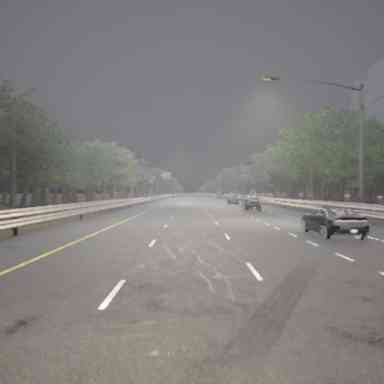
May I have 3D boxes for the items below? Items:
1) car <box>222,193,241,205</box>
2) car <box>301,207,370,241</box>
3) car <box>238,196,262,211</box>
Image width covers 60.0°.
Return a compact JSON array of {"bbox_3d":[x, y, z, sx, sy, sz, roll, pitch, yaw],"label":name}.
[{"bbox_3d":[7.103,1.478,58.764,2.128,1.511,4.902,0,0,0],"label":"car"},{"bbox_3d":[7.018,1.489,16.812,2.128,1.511,4.902,0,0,0],"label":"car"},{"bbox_3d":[7.065,1.543,39.906,1.837,1.490,4.892,0,0,0],"label":"car"}]
